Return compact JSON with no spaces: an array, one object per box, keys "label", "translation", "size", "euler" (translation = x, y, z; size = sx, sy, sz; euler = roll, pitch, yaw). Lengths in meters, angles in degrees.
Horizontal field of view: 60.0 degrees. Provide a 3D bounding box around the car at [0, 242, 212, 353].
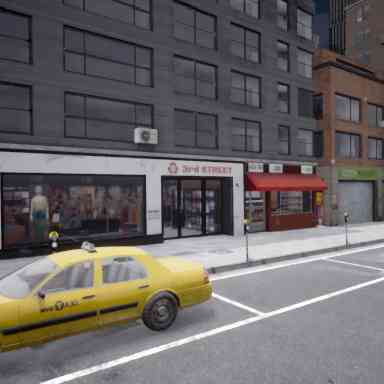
[{"label":"car","translation":[-1.912,1.525,5.295],"size":[4.829,1.417,1.752],"euler":[0,-1,-35]}]
